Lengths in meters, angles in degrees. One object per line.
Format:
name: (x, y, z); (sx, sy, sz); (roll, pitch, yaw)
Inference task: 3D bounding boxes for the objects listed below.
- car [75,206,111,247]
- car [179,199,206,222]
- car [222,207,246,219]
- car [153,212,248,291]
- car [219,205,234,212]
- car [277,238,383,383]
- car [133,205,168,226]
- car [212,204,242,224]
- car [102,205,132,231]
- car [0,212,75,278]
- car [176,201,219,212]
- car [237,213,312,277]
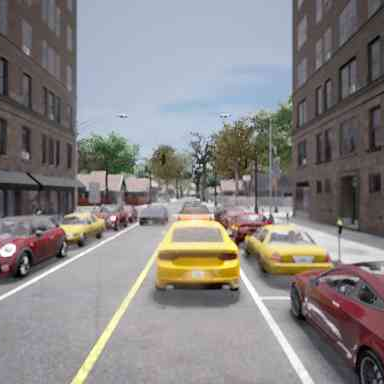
car: (-5.348, 1.608, 15.436); (1.752, 1.417, 4.829); (0, 0, 0)
car: (0.076, 1.506, 28.309); (2.097, 1.767, 4.553); (0, 0, 0)
car: (2.677, 1.628, 15.587); (1.887, 1.381, 4.507); (0, 0, 0)
car: (0.125, 1.526, 9.155); (1.882, 1.535, 5.008); (0, -1, 0)
car: (2.692, 1.696, 21.104); (1.802, 1.307, 4.206); (0, 0, 0)
car: (2.647, 1.606, 4.550); (1.802, 1.307, 4.206); (0, 0, 0)
car: (-2.739, 1.683, 25.061); (2.033, 1.411, 5.357); (0, 0, 1)
car: (2.708, 1.711, 26.623); (1.947, 1.339, 4.313); (0, 0, 0)
car: (-5.333, 1.554, 21.125); (1.967, 1.590, 4.097); (0, 0, 0)
car: (-5.363, 1.493, 10.088); (1.967, 1.590, 4.097); (0, 0, 0)
car: (0.148, 1.452, 18.536); (2.097, 1.767, 4.553); (0, 0, 0)
car: (2.662, 1.579, 10.239); (1.752, 1.417, 4.829); (0, 0, 0)
